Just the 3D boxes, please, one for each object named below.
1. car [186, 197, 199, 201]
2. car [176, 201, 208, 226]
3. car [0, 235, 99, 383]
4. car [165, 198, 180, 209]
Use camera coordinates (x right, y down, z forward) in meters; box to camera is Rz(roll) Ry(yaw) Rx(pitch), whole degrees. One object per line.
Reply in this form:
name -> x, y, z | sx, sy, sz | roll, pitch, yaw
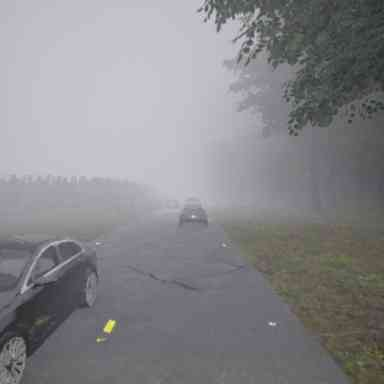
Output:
car -> 0.086, 1.425, 39.914 | 2.097, 1.767, 4.553 | 0, 0, 0
car -> 0.091, 1.590, 23.810 | 1.994, 1.385, 4.181 | 0, 0, 0
car -> -2.852, 1.492, 5.075 | 2.128, 1.511, 4.902 | 0, 0, 0
car -> -2.767, 1.634, 48.161 | 2.128, 1.511, 4.902 | 0, 0, 0
